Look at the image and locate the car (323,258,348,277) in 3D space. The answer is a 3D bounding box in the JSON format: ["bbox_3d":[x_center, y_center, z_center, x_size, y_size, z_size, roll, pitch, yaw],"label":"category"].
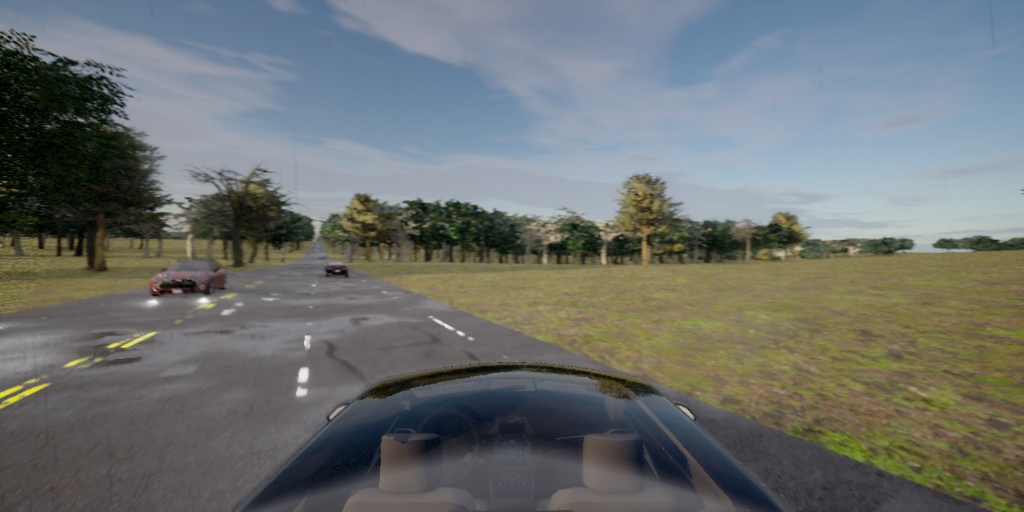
[{"bbox_3d":[-16.934,1.208,34.563,1.882,1.535,5.008,1,0,-28],"label":"car"}]

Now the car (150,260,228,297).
[{"bbox_3d":[-15.822,0.982,17.814,2.097,1.767,4.553,1,0,-28],"label":"car"}]
